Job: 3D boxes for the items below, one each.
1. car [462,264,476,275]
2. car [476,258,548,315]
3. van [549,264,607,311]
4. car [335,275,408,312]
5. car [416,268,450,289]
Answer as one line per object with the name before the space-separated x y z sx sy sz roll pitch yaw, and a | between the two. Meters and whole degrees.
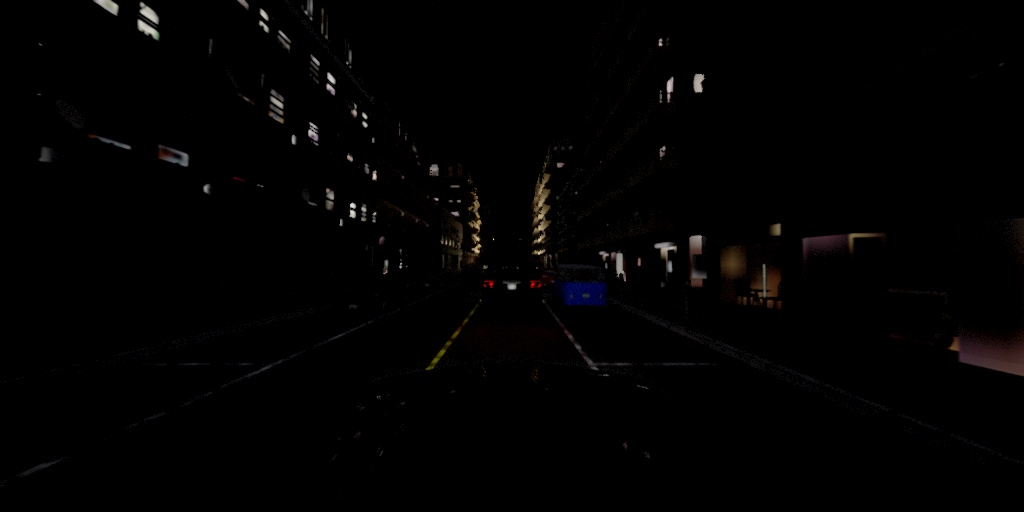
car | -5.679 1.805 48.411 1.888 1.381 4.507 0 0 0
car | 0.013 1.114 14.441 2.150 2.045 5.566 0 0 0
van | 2.694 1.235 14.946 1.690 1.789 3.998 0 0 0
car | -5.686 1.460 14.986 1.948 1.339 4.313 0 0 0
car | -5.684 1.582 26.127 1.948 1.339 4.313 0 0 0
